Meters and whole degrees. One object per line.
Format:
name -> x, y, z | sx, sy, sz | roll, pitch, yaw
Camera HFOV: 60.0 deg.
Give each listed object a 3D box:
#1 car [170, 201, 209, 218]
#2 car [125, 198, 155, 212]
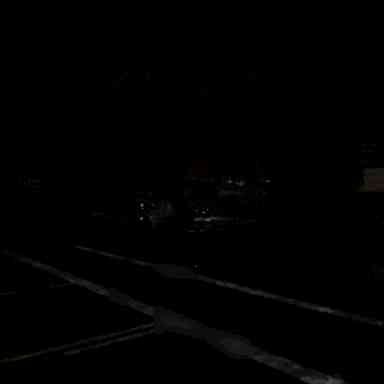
car -> -0.348, 1.662, 32.640 | 1.837, 1.490, 4.892 | 0, 0, -37
car -> -6.348, 1.508, 40.609 | 2.097, 1.767, 4.553 | 0, 0, -37
